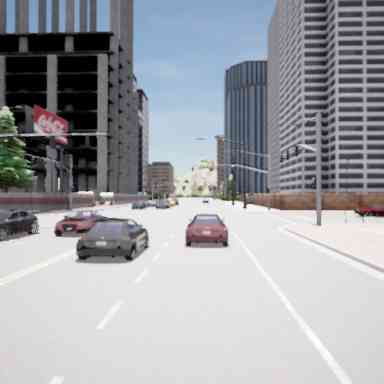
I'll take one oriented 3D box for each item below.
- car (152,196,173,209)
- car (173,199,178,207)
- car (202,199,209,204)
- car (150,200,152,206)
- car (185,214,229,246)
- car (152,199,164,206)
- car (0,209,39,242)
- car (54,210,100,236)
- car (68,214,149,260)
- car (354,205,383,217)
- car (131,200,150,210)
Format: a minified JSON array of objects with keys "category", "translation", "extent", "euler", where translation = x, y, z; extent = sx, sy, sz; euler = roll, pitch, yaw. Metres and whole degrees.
[{"category":"car","translation":[-4.832,1.945,55.924],"extent":[2.097,1.767,4.553],"euler":[0,-1,3]},{"category":"car","translation":[-4.393,2.171,65.246],"extent":[1.882,1.535,5.008],"euler":[0,0,3]},{"category":"car","translation":[3.781,2.592,92.806],"extent":[1.895,1.301,4.718],"euler":[0,-1,2]},{"category":"car","translation":[-7.971,2.273,63.683],"extent":[1.895,1.301,4.718],"euler":[0,-1,3]},{"category":"car","translation":[0.723,1.740,16.291],"extent":[1.994,1.385,4.181],"euler":[0,-1,2]},{"category":"car","translation":[-7.505,2.335,73.996],"extent":[1.994,1.385,4.181],"euler":[0,-1,2]},{"category":"car","translation":[-9.935,1.681,17.573],"extent":[1.837,1.490,4.892],"euler":[0,0,2]},{"category":"car","translation":[-6.355,1.765,19.433],"extent":[1.994,1.385,4.181],"euler":[0,-1,2]},{"category":"car","translation":[-2.922,1.701,13.029],"extent":[1.994,1.385,4.181],"euler":[0,-1,3]},{"category":"car","translation":[19.977,2.004,35.403],"extent":[4.718,1.301,1.895],"euler":[0,-1,2]},{"category":"car","translation":[-8.441,2.089,53.532],"extent":[1.812,1.442,4.674],"euler":[0,-1,3]}]
